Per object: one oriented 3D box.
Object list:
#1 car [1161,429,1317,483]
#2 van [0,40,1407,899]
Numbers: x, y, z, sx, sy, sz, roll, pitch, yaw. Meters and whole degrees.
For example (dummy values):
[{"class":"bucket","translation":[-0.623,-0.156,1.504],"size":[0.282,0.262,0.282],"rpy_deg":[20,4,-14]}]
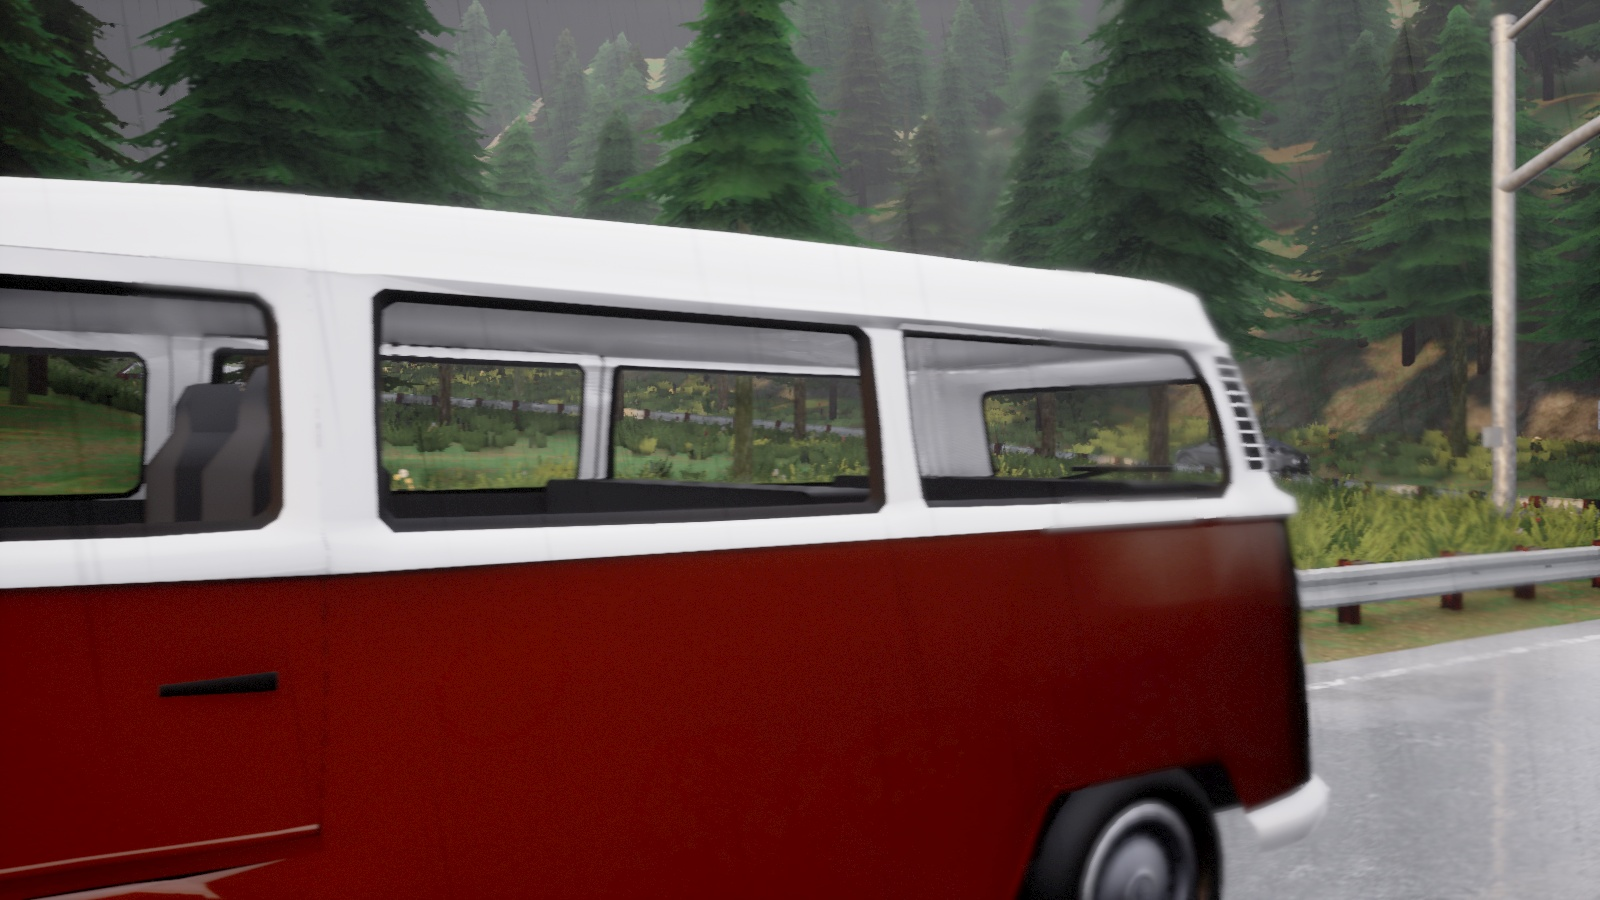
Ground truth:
[{"class":"car","translation":[13.621,0.149,39.165],"size":[1.994,1.385,4.181],"rpy_deg":[0,3,-35]},{"class":"van","translation":[-0.694,0.477,3.176],"size":[4.480,2.038,2.069],"rpy_deg":[0,0,-35]}]
